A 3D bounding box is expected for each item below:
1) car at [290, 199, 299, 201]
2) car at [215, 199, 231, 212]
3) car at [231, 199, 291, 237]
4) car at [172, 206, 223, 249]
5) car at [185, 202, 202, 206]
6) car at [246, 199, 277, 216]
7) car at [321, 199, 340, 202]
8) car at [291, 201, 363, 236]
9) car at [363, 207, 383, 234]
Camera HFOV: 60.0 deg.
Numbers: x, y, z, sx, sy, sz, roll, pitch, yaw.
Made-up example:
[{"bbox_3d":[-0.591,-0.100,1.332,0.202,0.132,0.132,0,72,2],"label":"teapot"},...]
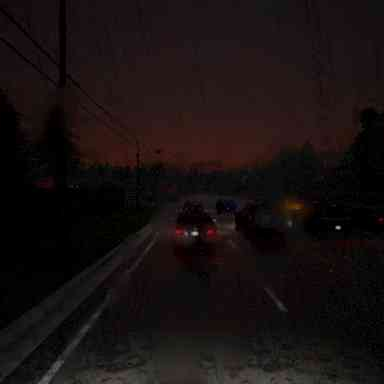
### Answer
[{"bbox_3d":[10.607,1.500,36.091,1.882,1.535,5.008,0,0,0],"label":"car"},{"bbox_3d":[3.606,1.499,36.093,1.882,1.535,5.008,0,0,0],"label":"car"},{"bbox_3d":[3.602,1.363,18.236,2.097,1.767,4.553,0,0,0],"label":"car"},{"bbox_3d":[0.101,1.556,14.561,2.033,1.411,5.357,0,0,0],"label":"car"},{"bbox_3d":[0.105,1.621,32.962,1.895,1.301,4.718,0,0,0],"label":"car"},{"bbox_3d":[7.106,1.513,34.521,2.128,1.511,4.902,0,0,0],"label":"car"},{"bbox_3d":[14.106,1.513,34.511,2.128,1.511,4.902,0,0,0],"label":"car"},{"bbox_3d":[7.103,1.503,18.564,2.128,1.511,4.902,0,0,0],"label":"car"},{"bbox_3d":[10.603,1.576,19.466,1.994,1.385,4.181,0,0,0],"label":"car"}]
